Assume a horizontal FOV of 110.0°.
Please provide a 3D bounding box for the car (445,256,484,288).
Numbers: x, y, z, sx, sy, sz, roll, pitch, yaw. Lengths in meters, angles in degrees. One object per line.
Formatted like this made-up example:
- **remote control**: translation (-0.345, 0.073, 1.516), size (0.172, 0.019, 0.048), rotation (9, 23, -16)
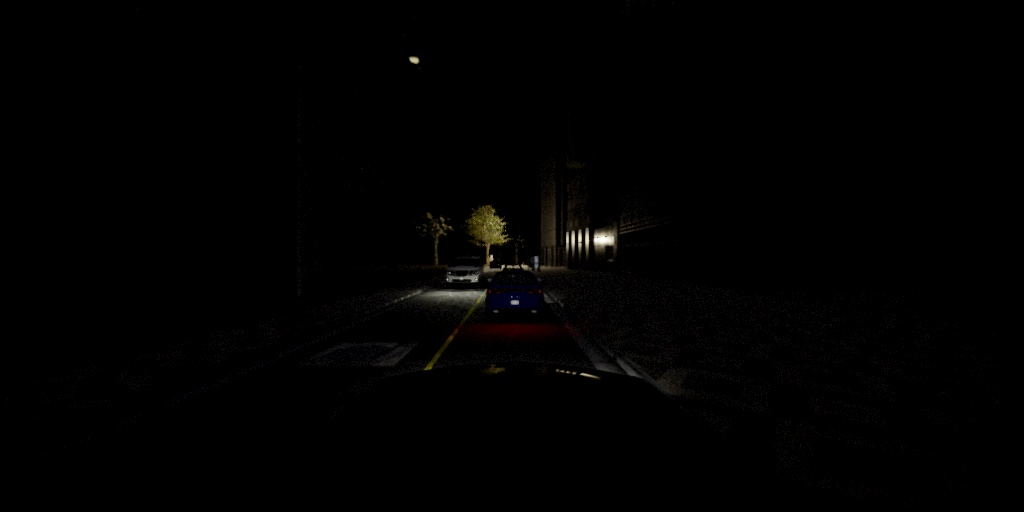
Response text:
- **car**: translation (-3.103, 1.024, 24.756), size (2.150, 2.045, 5.566), rotation (0, 0, 0)

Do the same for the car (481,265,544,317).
- **car**: translation (0.093, 1.254, 13.311), size (1.882, 1.535, 5.008), rotation (0, 0, 0)
